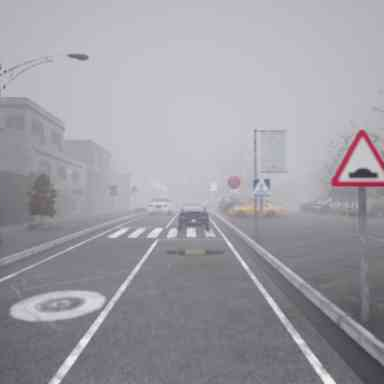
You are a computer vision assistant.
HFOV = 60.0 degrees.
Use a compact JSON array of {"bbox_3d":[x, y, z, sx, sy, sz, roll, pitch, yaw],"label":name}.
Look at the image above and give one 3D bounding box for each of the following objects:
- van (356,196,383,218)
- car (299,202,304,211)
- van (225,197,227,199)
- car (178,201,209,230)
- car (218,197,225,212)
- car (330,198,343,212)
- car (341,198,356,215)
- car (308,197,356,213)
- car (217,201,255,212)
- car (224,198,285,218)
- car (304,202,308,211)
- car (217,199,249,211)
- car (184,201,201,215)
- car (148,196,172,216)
[{"bbox_3d":[18.436,1.410,31.470,4.442,1.987,1.878,0,-1,0],"label":"van"},{"bbox_3d":[18.369,1.802,48.101,5.566,2.045,2.435,0,-2,-1],"label":"car"},{"bbox_3d":[6.349,1.541,37.977,4.442,1.987,1.878,0,-1,0],"label":"van"},{"bbox_3d":[0.090,1.518,21.582,1.882,1.535,5.008,0,0,0],"label":"car"},{"bbox_3d":[6.206,1.676,44.167,5.566,2.045,2.435,0,-2,-1],"label":"car"},{"bbox_3d":[18.696,1.741,36.922,5.366,1.575,1.946,0,-1,0],"label":"car"},{"bbox_3d":[18.716,1.685,34.262,5.366,1.575,1.946,0,-1,0],"label":"car"},{"bbox_3d":[18.437,1.634,42.642,5.566,2.045,2.435,0,-2,-1],"label":"car"},{"bbox_3d":[6.145,2.019,47.075,5.008,1.535,2.097,0,-2,-1],"label":"car"},{"bbox_3d":[6.095,1.641,32.016,5.366,1.575,1.946,0,-1,0],"label":"car"},{"bbox_3d":[18.424,1.970,45.426,4.892,1.521,2.231,0,-2,-1],"label":"car"},{"bbox_3d":[6.134,1.989,50.113,4.553,1.767,2.185,0,-2,-1],"label":"car"},{"bbox_3d":[0.050,1.843,39.607,1.837,1.490,4.892,0,-2,0],"label":"car"},{"bbox_3d":[-3.385,1.470,36.047,2.150,2.045,5.566,0,-1,0],"label":"car"}]
